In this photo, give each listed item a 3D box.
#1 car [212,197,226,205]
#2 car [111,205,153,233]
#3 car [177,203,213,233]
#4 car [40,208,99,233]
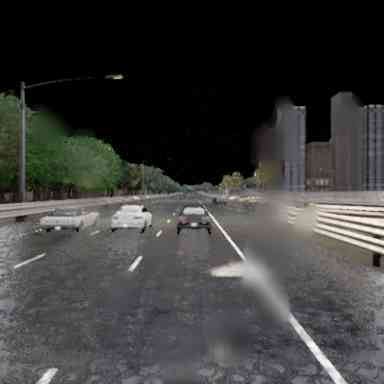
[{"bbox_3d":[4.773,1.504,59.210,2.033,1.411,5.357,0,0,-6],"label":"car"},{"bbox_3d":[-3.404,1.483,19.297,1.812,1.442,4.674,0,0,0],"label":"car"},{"bbox_3d":[0.107,1.483,19.253,1.812,1.442,4.674,0,0,0],"label":"car"},{"bbox_3d":[-6.905,1.558,19.353,1.895,1.301,4.718,0,0,0],"label":"car"}]
